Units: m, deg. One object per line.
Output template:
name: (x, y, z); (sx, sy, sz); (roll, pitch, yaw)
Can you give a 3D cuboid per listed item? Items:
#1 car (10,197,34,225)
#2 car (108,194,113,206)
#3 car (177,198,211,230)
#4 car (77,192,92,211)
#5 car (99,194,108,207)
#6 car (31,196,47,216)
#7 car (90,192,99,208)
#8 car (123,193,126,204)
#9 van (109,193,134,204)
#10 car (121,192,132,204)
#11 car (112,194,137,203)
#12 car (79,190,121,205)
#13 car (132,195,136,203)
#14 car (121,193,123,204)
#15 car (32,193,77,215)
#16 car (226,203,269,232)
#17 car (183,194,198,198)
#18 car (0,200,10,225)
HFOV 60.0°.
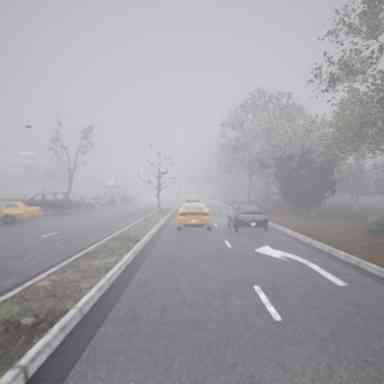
car: (-13.633, 1.375, 21.790); (5.366, 1.575, 1.946); (-1, 0, -20)
car: (-13.812, 1.378, 45.714); (4.792, 1.488, 2.163); (-1, 0, -20)
car: (0.105, 1.375, 20.120); (1.882, 1.535, 5.008); (0, 0, 0)
car: (-13.765, 1.217, 36.734); (4.553, 1.767, 2.185); (-1, 0, -20)
car: (-13.796, 1.347, 42.730); (4.892, 1.521, 2.231); (-1, 0, -20)
car: (-13.978, 1.368, 24.657); (5.366, 1.575, 1.946); (-1, 0, -20)
car: (-13.825, 1.218, 39.720); (4.553, 1.767, 2.185); (-1, 0, -20)
car: (-13.761, 1.405, 54.735); (4.674, 1.452, 2.002); (-1, 0, -20)
van: (-13.593, 1.156, 63.804); (4.442, 1.987, 1.878); (-1, 0, -19)
car: (-13.781, 1.120, 57.732); (5.566, 2.045, 2.435); (-1, 0, -20)
car: (-13.617, 1.263, 66.782); (4.553, 1.767, 2.185); (-1, 0, -19)
car: (-13.812, 1.103, 48.718); (5.566, 2.045, 2.435); (-1, 0, -20)
car: (-13.708, 1.125, 60.768); (5.566, 2.045, 2.435); (-1, 0, -20)
car: (-13.951, 1.359, 51.668); (5.366, 1.575, 1.946); (-1, 0, -20)
car: (-13.827, 1.099, 30.707); (5.566, 2.045, 2.435); (-1, 0, -20)
car: (3.105, 1.393, 19.232); (2.128, 1.511, 4.902); (0, 0, 0)
car: (0.110, 1.330, 40.542); (1.882, 1.535, 5.008); (0, 0, 0)
car: (-13.789, 1.145, 18.737); (5.566, 2.045, 2.435); (-1, 0, -20)
